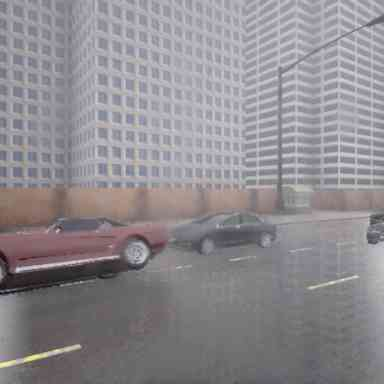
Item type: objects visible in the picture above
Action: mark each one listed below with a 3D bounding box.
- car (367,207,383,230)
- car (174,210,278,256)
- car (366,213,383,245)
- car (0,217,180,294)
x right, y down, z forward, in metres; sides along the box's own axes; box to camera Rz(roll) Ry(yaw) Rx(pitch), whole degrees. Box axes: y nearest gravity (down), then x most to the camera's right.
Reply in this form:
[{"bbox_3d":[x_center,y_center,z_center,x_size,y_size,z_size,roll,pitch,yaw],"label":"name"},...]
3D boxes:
[{"bbox_3d":[13.338,1.623,21.146,4.718,1.301,1.895,0,0,-33],"label":"car"},{"bbox_3d":[1.285,1.514,13.225,4.892,1.490,1.837,1,0,-34],"label":"car"},{"bbox_3d":[9.518,1.541,14.467,4.674,1.442,1.812,0,0,-33],"label":"car"},{"bbox_3d":[-2.888,1.388,7.338,4.718,1.301,1.895,0,-26,-38],"label":"car"}]
